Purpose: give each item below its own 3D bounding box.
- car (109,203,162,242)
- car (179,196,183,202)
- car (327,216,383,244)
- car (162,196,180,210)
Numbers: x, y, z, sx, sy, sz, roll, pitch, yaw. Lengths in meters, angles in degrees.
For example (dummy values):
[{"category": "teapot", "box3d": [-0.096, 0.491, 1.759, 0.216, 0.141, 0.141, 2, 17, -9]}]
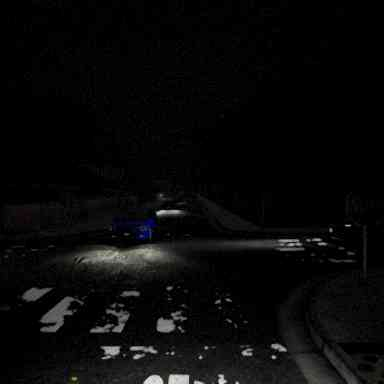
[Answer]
[{"category": "car", "box3d": [-2.792, 1.496, 16.697, 1.882, 1.535, 5.008, 0, 1, 0]}, {"category": "car", "box3d": [-2.917, 1.414, 68.208, 1.994, 1.385, 4.181, 0, 0, 0]}, {"category": "car", "box3d": [8.238, 1.269, 13.866, 4.902, 1.511, 2.128, -1, 0, 0]}, {"category": "car", "box3d": [-2.854, 1.564, 42.408, 1.895, 1.301, 4.718, 0, 0, 0]}]
